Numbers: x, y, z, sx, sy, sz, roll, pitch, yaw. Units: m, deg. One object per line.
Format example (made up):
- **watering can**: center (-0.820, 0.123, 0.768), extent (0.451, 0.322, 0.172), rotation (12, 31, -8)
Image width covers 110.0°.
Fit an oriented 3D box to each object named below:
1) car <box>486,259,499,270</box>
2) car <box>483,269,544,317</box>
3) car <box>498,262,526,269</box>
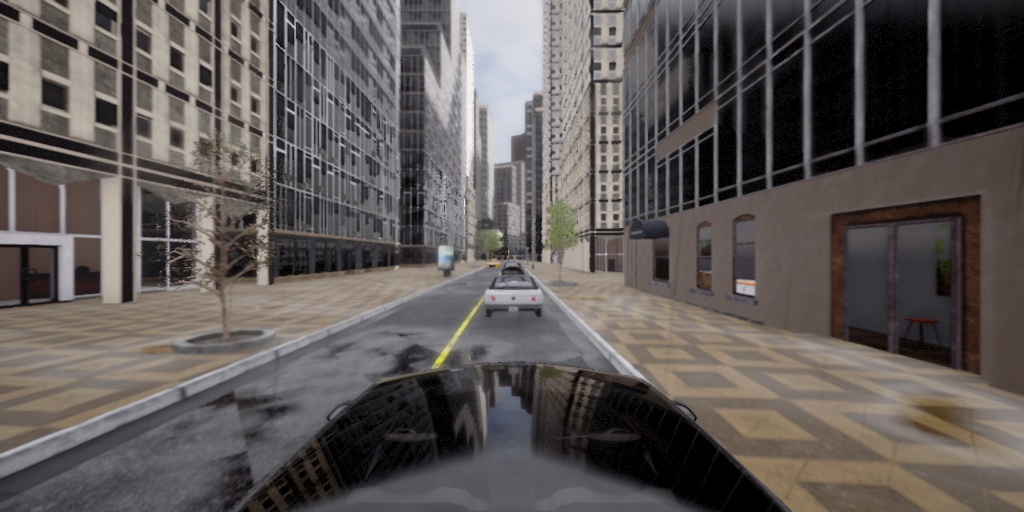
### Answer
- **car**: center (-2.786, 1.221, 54.174), extent (1.882, 1.535, 5.008), rotation (0, 0, 0)
- **car**: center (0.070, 1.334, 13.142), extent (1.895, 1.301, 4.718), rotation (0, 0, 0)
- **car**: center (0.078, 1.239, 29.666), extent (1.837, 1.490, 4.892), rotation (0, 0, 1)
